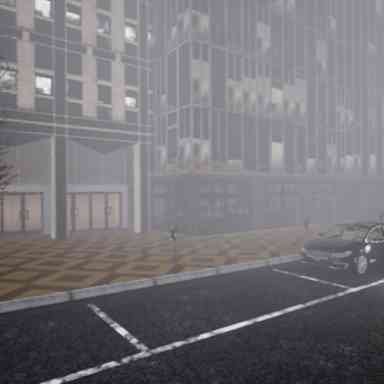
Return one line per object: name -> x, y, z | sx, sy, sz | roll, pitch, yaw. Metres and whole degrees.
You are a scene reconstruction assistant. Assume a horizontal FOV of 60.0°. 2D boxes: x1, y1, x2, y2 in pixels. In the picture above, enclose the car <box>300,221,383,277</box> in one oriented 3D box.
car -> 5.208, 1.628, 10.424 | 4.403, 1.369, 2.008 | 1, -1, -36
